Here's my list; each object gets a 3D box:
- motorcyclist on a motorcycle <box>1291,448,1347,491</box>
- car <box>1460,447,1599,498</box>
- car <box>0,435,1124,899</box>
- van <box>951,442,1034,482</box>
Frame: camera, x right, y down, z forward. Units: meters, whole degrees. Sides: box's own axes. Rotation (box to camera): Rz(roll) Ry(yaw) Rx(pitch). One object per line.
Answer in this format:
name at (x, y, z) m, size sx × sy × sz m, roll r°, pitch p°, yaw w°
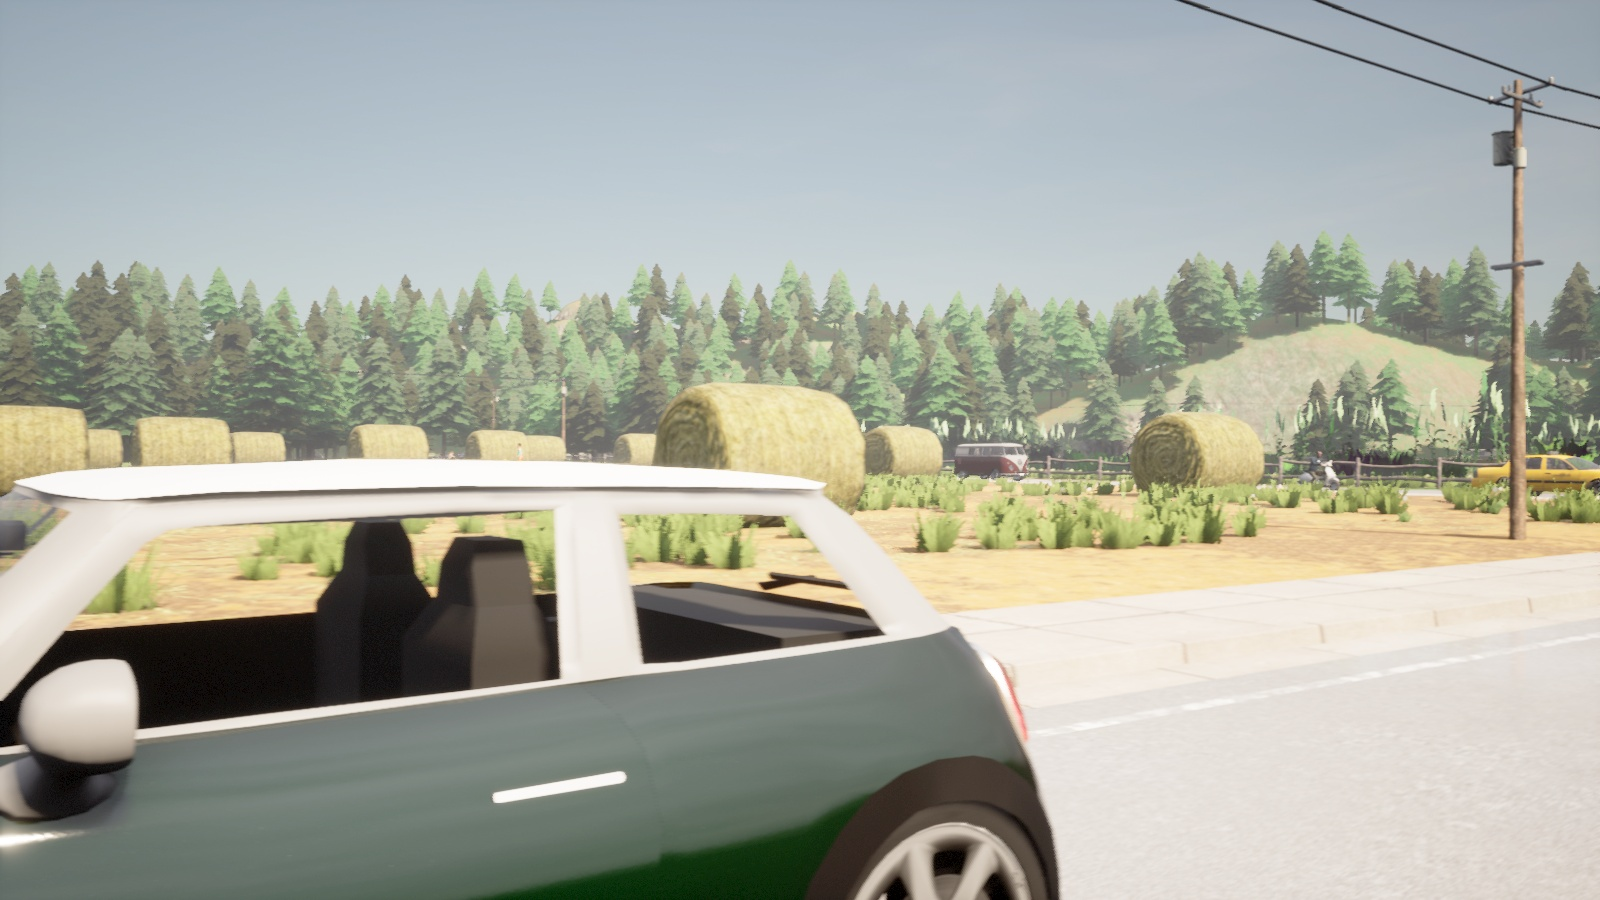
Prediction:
motorcyclist on a motorcycle at (19.977, 0.740, 48.367) m, size 0.866 × 1.590 × 1.817 m, roll 0°, pitch 0°, yaw -32°
car at (24.619, 0.697, 40.891) m, size 1.801 × 1.575 × 5.366 m, roll 0°, pitch 0°, yaw -32°
car at (-1.352, 0.720, 2.724) m, size 3.806 × 1.475 × 1.970 m, roll 0°, pitch 0°, yaw -35°
van at (9.855, 0.600, 64.641) m, size 1.775 × 1.987 × 4.442 m, roll 0°, pitch 0°, yaw -32°
